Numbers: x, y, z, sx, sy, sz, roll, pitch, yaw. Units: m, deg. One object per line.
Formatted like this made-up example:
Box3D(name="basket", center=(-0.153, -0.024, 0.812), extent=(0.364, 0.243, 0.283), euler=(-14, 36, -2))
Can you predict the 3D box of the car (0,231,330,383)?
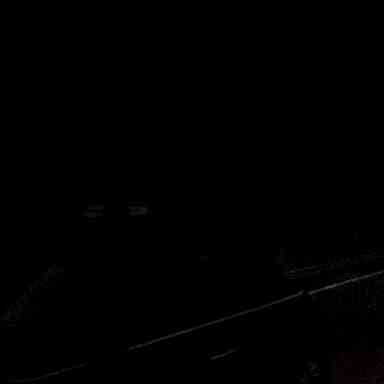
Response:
Box3D(name="car", center=(-0.767, 1.353, 3.137), extent=(4.553, 1.767, 2.097), euler=(0, 0, -35))
